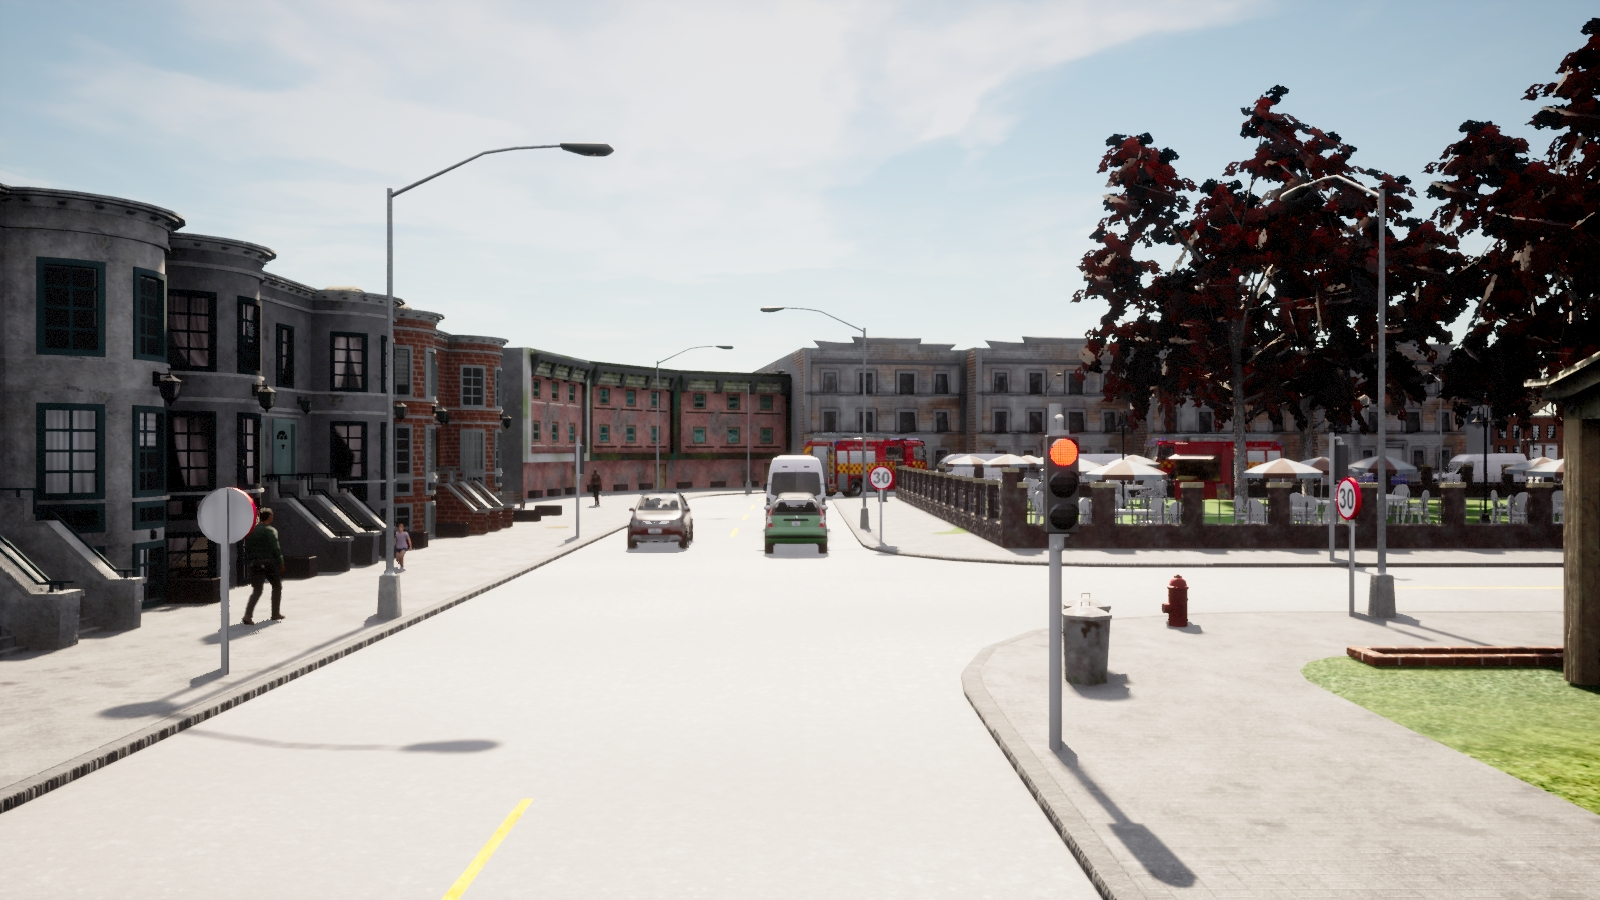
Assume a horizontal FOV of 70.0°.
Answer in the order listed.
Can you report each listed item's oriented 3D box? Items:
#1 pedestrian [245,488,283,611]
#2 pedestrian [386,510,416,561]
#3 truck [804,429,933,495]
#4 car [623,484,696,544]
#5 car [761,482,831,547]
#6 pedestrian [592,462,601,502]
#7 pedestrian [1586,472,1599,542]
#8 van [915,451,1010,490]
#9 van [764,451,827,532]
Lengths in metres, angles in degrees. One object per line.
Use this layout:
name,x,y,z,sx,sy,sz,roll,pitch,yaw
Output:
pedestrian,-8.274,1.524,17.627,0.375,1.860,0.375,0,0,15
pedestrian,-8.909,1.904,25.541,0.500,1.100,0.500,0,0,-1
truck,4.295,0.672,70.228,8.468,3.827,2.891,0,0,-43
car,-4.024,1.806,33.241,1.789,1.549,3.705,0,0,-2
car,-0.119,1.779,32.373,1.851,1.617,3.988,0,0,0
pedestrian,-9.679,1.525,54.351,0.375,1.860,0.375,0,0,4
pedestrian,21.368,1.525,30.595,0.375,1.860,0.375,0,0,0
van,10.550,1.314,74.428,5.915,2.561,1.988,0,0,0
van,-0.147,1.315,39.074,1.988,2.561,5.915,0,0,0
